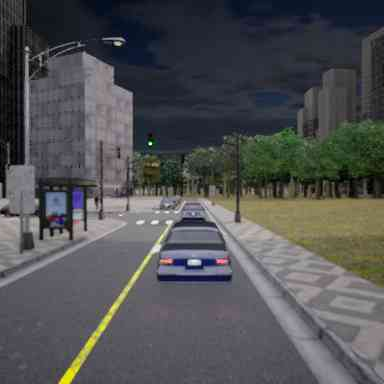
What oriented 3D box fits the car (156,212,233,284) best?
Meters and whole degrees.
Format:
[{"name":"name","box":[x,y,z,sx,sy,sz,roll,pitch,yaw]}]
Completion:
[{"name":"car","box":[0.089,1.550,9.605,2.033,1.411,5.357,0,0,1]}]

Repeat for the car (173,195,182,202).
[{"name":"car","box":[-3.068,1.448,72.350,1.837,1.490,4.892,0,0,0]}]

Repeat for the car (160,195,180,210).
[{"name":"car","box":[-3.107,1.476,43.386,2.128,1.511,4.902,0,0,0]}]

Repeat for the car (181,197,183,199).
[{"name":"car","box":[-3.077,1.443,62.052,1.882,1.535,5.008,0,0,0]}]

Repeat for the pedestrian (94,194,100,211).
[{"name":"pedestrian","box":[-10.093,1.075,35.406,0.375,1.860,0.375,0,0,1]}]

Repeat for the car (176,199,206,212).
[{"name":"car","box":[0.094,1.546,25.373,2.033,1.411,5.357,0,0,0]}]

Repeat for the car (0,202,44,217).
[{"name":"car","box":[-14.356,1.497,29.298,4.674,1.442,1.812,0,0,2]}]
